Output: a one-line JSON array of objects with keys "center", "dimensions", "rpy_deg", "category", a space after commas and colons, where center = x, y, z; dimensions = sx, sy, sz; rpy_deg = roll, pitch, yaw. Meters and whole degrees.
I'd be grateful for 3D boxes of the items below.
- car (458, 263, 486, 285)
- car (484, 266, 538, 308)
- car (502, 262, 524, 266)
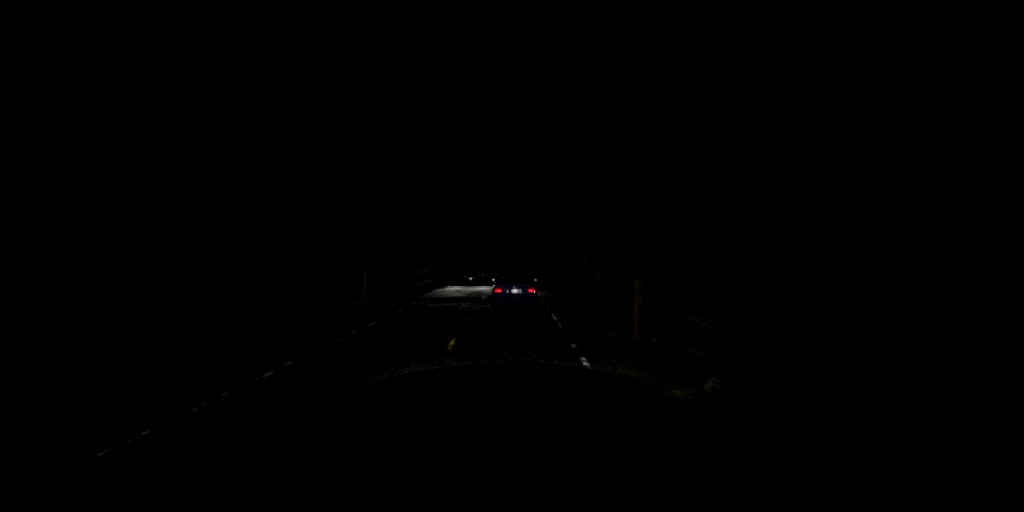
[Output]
[{"center": [-2.743, 1.278, 26.227], "dimensions": [1.837, 1.490, 4.892], "rpy_deg": [0, -1, 0], "category": "car"}, {"center": [0.104, 1.308, 15.324], "dimensions": [2.033, 1.411, 5.357], "rpy_deg": [0, 0, 0], "category": "car"}, {"center": [0.110, 1.287, 35.845], "dimensions": [1.837, 1.490, 4.892], "rpy_deg": [0, 0, 0], "category": "car"}]
